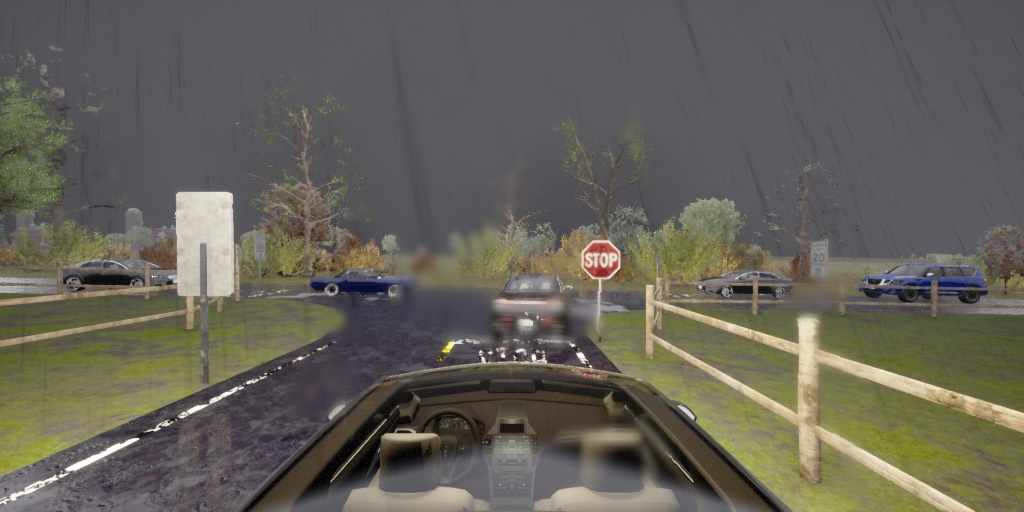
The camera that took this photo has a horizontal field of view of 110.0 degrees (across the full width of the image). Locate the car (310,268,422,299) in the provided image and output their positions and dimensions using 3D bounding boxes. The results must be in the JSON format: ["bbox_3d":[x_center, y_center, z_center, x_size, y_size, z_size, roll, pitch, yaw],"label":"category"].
[{"bbox_3d":[-6.822,1.248,17.138,4.718,1.301,1.895,1,1,0],"label":"car"}]

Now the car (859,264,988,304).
[{"bbox_3d":[22.899,1.466,20.054,5.566,2.045,2.150,1,1,0],"label":"car"}]

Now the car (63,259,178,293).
[{"bbox_3d":[-18.490,0.885,17.154,4.902,1.511,2.128,1,1,0],"label":"car"}]

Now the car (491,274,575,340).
[{"bbox_3d":[0.706,1.240,10.107,2.128,1.511,4.902,0,0,9],"label":"car"}]

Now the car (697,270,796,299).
[{"bbox_3d":[13.003,1.525,20.065,4.902,1.511,2.128,1,1,0],"label":"car"}]
